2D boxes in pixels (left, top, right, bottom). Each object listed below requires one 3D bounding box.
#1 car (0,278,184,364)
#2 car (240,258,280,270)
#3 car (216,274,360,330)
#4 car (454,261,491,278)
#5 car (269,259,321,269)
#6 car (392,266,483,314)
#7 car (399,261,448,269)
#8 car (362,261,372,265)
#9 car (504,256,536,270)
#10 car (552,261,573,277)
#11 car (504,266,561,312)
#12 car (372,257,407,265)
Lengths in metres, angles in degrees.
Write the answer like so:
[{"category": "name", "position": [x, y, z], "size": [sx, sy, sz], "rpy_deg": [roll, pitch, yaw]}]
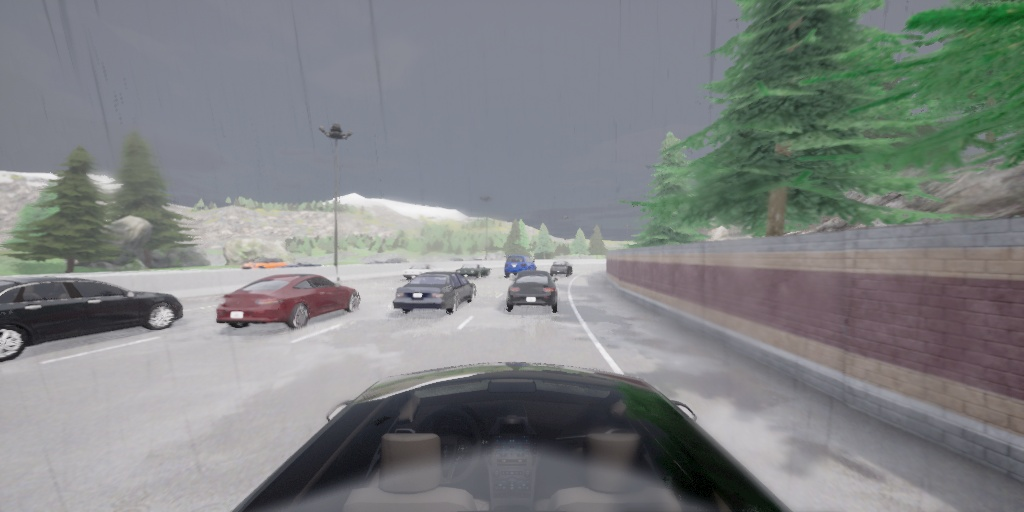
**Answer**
[{"category": "car", "position": [-10.139, 1.223, 7.962], "size": [1.837, 1.490, 4.892], "rpy_deg": [0, 0, 3]}, {"category": "car", "position": [-26.908, 1.019, 39.028], "size": [2.097, 1.767, 4.553], "rpy_deg": [0, 0, 14]}, {"category": "car", "position": [-6.465, 1.256, 10.920], "size": [1.812, 1.442, 4.674], "rpy_deg": [0, 0, 4]}, {"category": "car", "position": [-3.323, 1.343, 31.718], "size": [1.895, 1.301, 4.718], "rpy_deg": [0, 0, 13]}, {"category": "car", "position": [-23.347, 1.280, 39.031], "size": [1.895, 1.301, 4.718], "rpy_deg": [0, 0, 14]}, {"category": "car", "position": [-2.735, 1.290, 13.812], "size": [2.033, 1.411, 5.357], "rpy_deg": [0, 0, 6]}, {"category": "car", "position": [-7.259, 1.330, 30.143], "size": [1.895, 1.301, 4.718], "rpy_deg": [0, 0, 12]}, {"category": "car", "position": [-17.709, 1.262, 46.186], "size": [1.994, 1.385, 4.181], "rpy_deg": [0, 0, 18]}, {"category": "car", "position": [0.838, 0.977, 34.066], "size": [2.150, 2.045, 5.566], "rpy_deg": [0, 0, 14]}, {"category": "car", "position": [5.030, 1.260, 36.099], "size": [2.128, 1.511, 4.902], "rpy_deg": [0, 0, 15]}, {"category": "car", "position": [0.852, 1.279, 14.225], "size": [1.812, 1.442, 4.674], "rpy_deg": [0, 0, 5]}, {"category": "car", "position": [-14.621, 1.058, 44.320], "size": [2.097, 1.767, 4.553], "rpy_deg": [0, 0, 17]}]
